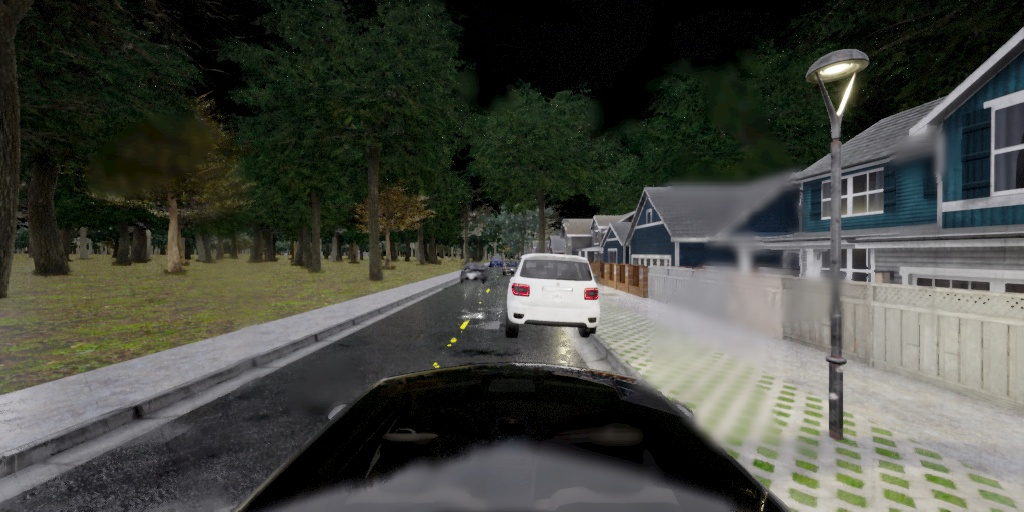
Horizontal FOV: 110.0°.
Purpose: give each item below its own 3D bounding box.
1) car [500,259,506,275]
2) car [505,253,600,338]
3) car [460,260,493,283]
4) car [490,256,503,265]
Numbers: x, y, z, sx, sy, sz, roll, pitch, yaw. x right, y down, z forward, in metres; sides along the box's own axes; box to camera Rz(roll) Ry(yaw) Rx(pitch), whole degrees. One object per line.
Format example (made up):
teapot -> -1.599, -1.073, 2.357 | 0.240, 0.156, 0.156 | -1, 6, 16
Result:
car -> 0.014, 1.340, 38.462 | 1.994, 1.385, 4.181 | 0, 0, 1
car -> 0.962, 1.011, 10.362 | 2.150, 2.045, 5.566 | 3, -1, 0
car -> -2.861, 1.260, 27.735 | 2.128, 1.511, 4.902 | 0, 0, 0
car -> -2.781, 0.991, 64.186 | 2.150, 2.045, 5.566 | 0, 0, 0
